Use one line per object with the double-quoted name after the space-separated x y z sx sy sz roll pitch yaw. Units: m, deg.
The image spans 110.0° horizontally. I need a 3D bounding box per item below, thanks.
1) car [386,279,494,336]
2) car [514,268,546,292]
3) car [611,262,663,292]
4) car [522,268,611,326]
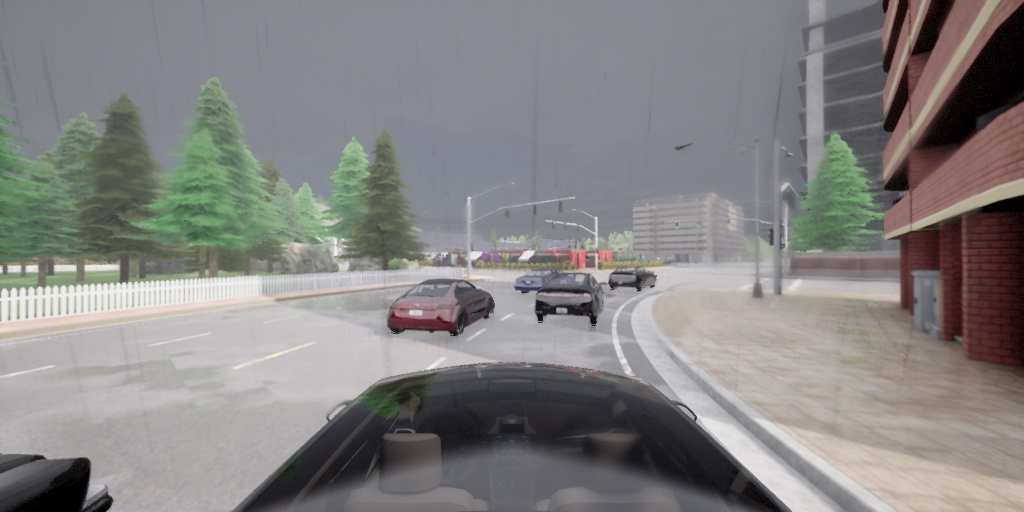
-1.942 1.374 10.798 1.994 1.385 4.181 0 0 12 "car"
2.076 1.409 20.628 2.033 1.411 5.357 0 0 30 "car"
7.673 1.355 22.547 2.128 1.511 4.902 0 0 36 "car"
2.094 1.302 12.199 2.128 1.511 4.902 0 0 17 "car"
